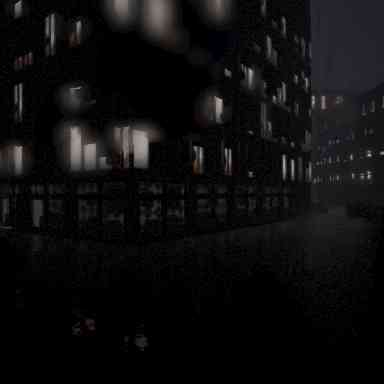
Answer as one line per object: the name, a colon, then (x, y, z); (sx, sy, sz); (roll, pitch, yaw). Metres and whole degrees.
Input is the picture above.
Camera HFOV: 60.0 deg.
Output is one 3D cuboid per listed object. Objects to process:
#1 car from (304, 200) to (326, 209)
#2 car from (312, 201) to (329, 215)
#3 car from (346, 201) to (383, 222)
car: (22.047, 2.245, 59.913); (1.887, 1.381, 4.507); (-1, -1, -5)
car: (15.692, 2.079, 42.494); (1.752, 1.417, 4.829); (-1, 0, -5)
car: (16.660, 1.766, 31.638); (2.192, 1.841, 5.009); (-1, 0, -5)
